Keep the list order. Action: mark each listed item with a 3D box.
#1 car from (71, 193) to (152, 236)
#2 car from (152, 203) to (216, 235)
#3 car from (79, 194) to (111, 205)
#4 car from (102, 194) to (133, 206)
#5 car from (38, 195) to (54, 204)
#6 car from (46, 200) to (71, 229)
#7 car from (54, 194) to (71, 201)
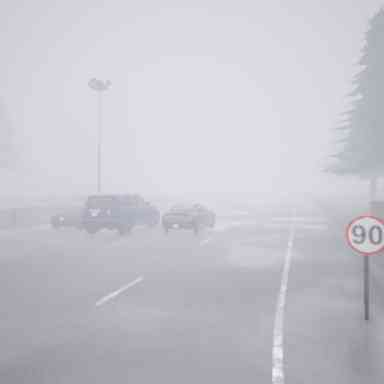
[{"bbox_3d":[-3.699,1.093,17.984,2.150,2.045,5.566,0,1,18],"label":"car"},{"bbox_3d":[-0.031,1.346,17.946,2.128,1.511,4.902,0,1,18],"label":"car"},{"bbox_3d":[-13.272,1.043,45.974,1.895,1.301,4.718,0,1,18],"label":"car"},{"bbox_3d":[-9.944,1.040,44.900,1.895,1.301,4.718,0,1,18],"label":"car"},{"bbox_3d":[-19.923,1.047,48.119,1.895,1.301,4.718,0,1,18],"label":"car"},{"bbox_3d":[-6.609,1.420,20.345,1.994,1.385,4.181,0,1,18],"label":"car"},{"bbox_3d":[-16.596,0.921,47.052,1.882,1.535,5.008,0,1,18],"label":"car"}]
